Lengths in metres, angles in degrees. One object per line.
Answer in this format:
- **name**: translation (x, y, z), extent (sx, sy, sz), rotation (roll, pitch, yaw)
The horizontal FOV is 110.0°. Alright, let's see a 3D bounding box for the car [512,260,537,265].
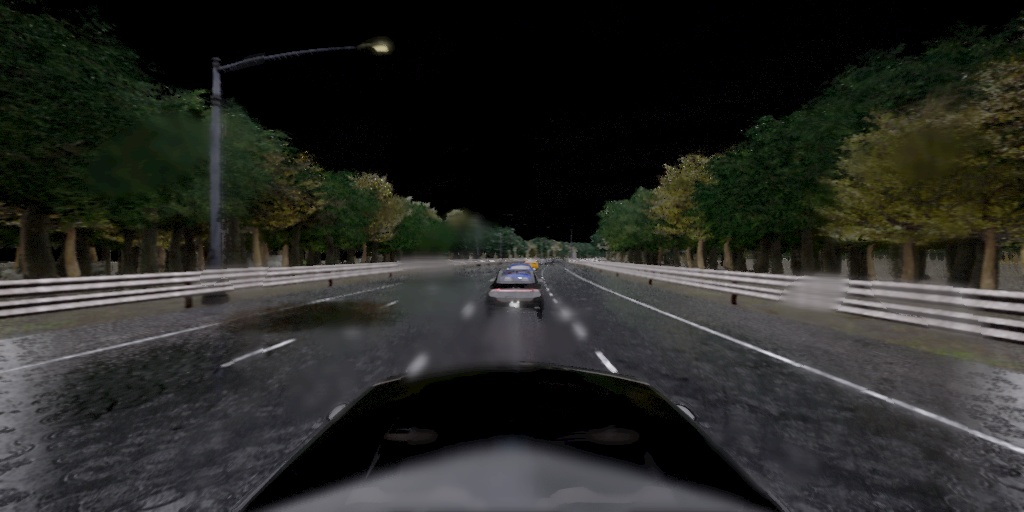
- **car**: translation (0.625, 1.262, 25.079), extent (1.882, 1.535, 5.008), rotation (0, 0, 3)

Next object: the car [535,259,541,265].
- **car**: translation (2.833, 1.291, 52.495), extent (1.882, 1.535, 5.008), rotation (0, 0, 6)

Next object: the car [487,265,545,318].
- **car**: translation (0.165, 1.249, 13.060), extent (2.128, 1.511, 4.902), rotation (0, 0, 2)
